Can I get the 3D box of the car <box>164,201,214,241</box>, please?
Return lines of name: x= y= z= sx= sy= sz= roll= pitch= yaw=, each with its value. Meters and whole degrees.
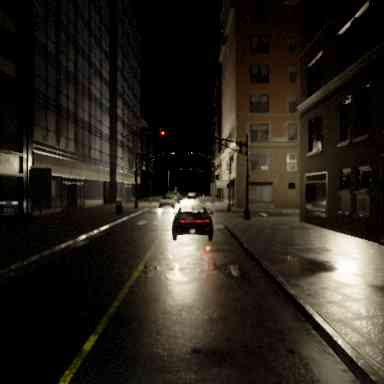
car: x=0.045 y=1.392 z=16.095 sx=2.128 sy=1.511 sz=4.902 roll=0 pitch=0 yaw=1

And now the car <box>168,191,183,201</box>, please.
car: x=-3.055 y=0.860 z=54.486 sx=2.150 sy=2.045 sz=5.566 roll=0 pitch=1 yaw=1

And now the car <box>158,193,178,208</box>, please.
car: x=-3.097 y=1.252 z=41.903 sx=1.812 sy=1.442 sz=4.674 roll=0 pitch=0 yaw=0

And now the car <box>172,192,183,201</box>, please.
car: x=-3.004 y=0.892 z=69.680 sx=2.097 sy=1.767 sz=4.553 roll=0 pitch=0 yaw=0

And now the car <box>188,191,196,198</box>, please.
car: x=-0.006 y=0.634 z=82.978 sx=2.097 sy=1.767 sz=4.553 roll=0 pitch=0 yaw=0

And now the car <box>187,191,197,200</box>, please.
car: x=-0.005 y=1.034 z=72.591 sx=2.128 sy=1.511 sz=4.902 roll=0 pitch=0 yaw=0
